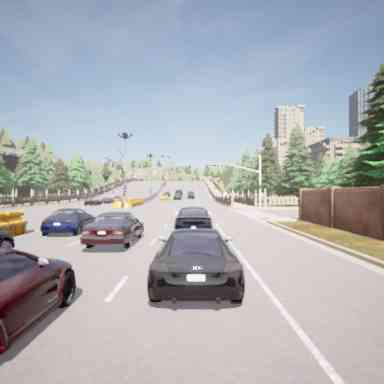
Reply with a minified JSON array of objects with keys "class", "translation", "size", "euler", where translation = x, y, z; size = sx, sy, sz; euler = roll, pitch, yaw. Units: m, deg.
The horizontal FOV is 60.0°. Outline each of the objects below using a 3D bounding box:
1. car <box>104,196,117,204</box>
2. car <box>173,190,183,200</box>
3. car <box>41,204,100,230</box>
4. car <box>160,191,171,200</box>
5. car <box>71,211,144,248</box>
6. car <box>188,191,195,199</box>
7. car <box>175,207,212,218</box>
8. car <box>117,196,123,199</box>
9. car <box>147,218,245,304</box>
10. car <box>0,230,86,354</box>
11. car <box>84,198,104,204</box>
[{"class":"car","translation":[-17.622,1.749,69.057],"size":[2.033,1.411,5.357],"euler":[0,0,0]},{"class":"car","translation":[-3.746,1.167,86.765],"size":[2.097,1.767,4.553],"euler":[0,3,0]},{"class":"car","translation":[-6.935,1.623,19.099],"size":[1.994,1.385,4.181],"euler":[0,0,0]},{"class":"car","translation":[-7.246,1.287,86.777],"size":[1.882,1.535,5.008],"euler":[0,3,0]},{"class":"car","translation":[-3.418,1.594,15.056],"size":[2.033,1.411,5.357],"euler":[0,0,0]},{"class":"car","translation":[-0.269,1.112,89.939],"size":[1.837,1.490,4.892],"euler":[0,4,0]},{"class":"car","translation":[0.072,1.533,18.192],"size":[1.882,1.535,5.008],"euler":[0,0,0]},{"class":"car","translation":[-17.691,1.643,79.004],"size":[1.812,1.442,4.674],"euler":[0,1,0]},{"class":"car","translation":[0.085,1.589,8.256],"size":[1.994,1.385,4.181],"euler":[0,0,0]},{"class":"car","translation":[-3.411,1.580,5.325],"size":[1.994,1.385,4.181],"euler":[0,0,0]},{"class":"car","translation":[-17.666,1.781,59.183],"size":[1.895,1.301,4.718],"euler":[0,0,0]}]
